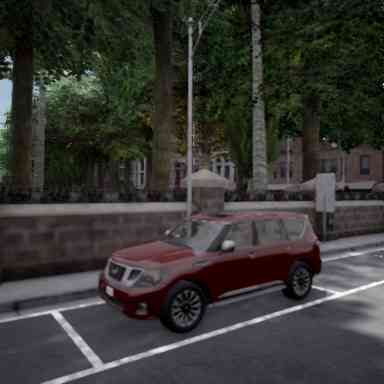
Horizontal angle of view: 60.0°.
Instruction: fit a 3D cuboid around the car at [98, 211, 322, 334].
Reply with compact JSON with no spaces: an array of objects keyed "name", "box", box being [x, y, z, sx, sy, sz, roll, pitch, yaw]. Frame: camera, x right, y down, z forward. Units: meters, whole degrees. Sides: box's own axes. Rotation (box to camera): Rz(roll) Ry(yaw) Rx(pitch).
[{"name":"car","box":[0.677,1.358,7.019,5.009,1.841,2.192,1,0,-36]}]
